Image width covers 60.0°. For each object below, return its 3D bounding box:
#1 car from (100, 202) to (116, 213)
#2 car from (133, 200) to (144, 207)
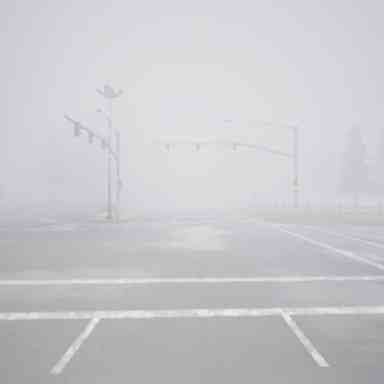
[{"bbox_3d":[-11.469,2.120,46.434,2.128,1.511,4.902,0,0,0],"label":"car"},{"bbox_3d":[-11.413,2.420,71.488,2.033,1.411,5.357,0,-1,0],"label":"car"}]
